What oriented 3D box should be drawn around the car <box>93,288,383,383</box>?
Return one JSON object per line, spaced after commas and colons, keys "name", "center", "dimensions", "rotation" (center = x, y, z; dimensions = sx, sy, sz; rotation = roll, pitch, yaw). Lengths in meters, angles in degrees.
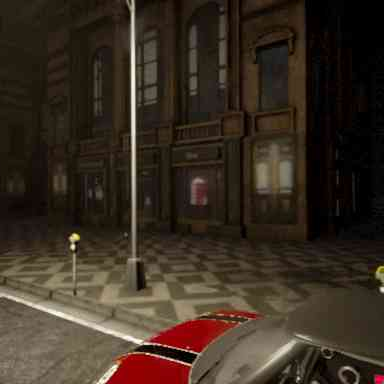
{"name": "car", "center": [1.072, 1.443, 2.196], "dimensions": [4.097, 1.590, 1.967], "rotation": [-1, 0, 35]}
